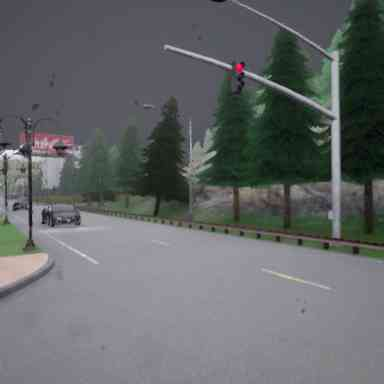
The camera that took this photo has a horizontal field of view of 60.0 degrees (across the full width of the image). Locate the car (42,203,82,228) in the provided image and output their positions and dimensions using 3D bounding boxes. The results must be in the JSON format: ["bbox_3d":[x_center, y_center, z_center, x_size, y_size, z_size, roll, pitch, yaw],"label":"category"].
[{"bbox_3d":[-8.906,1.508,22.546,1.837,1.490,4.892,-1,0,-33],"label":"car"}]

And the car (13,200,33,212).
[{"bbox_3d":[-21.312,1.729,41.895,1.994,1.385,4.181,-1,0,-32],"label":"car"}]
